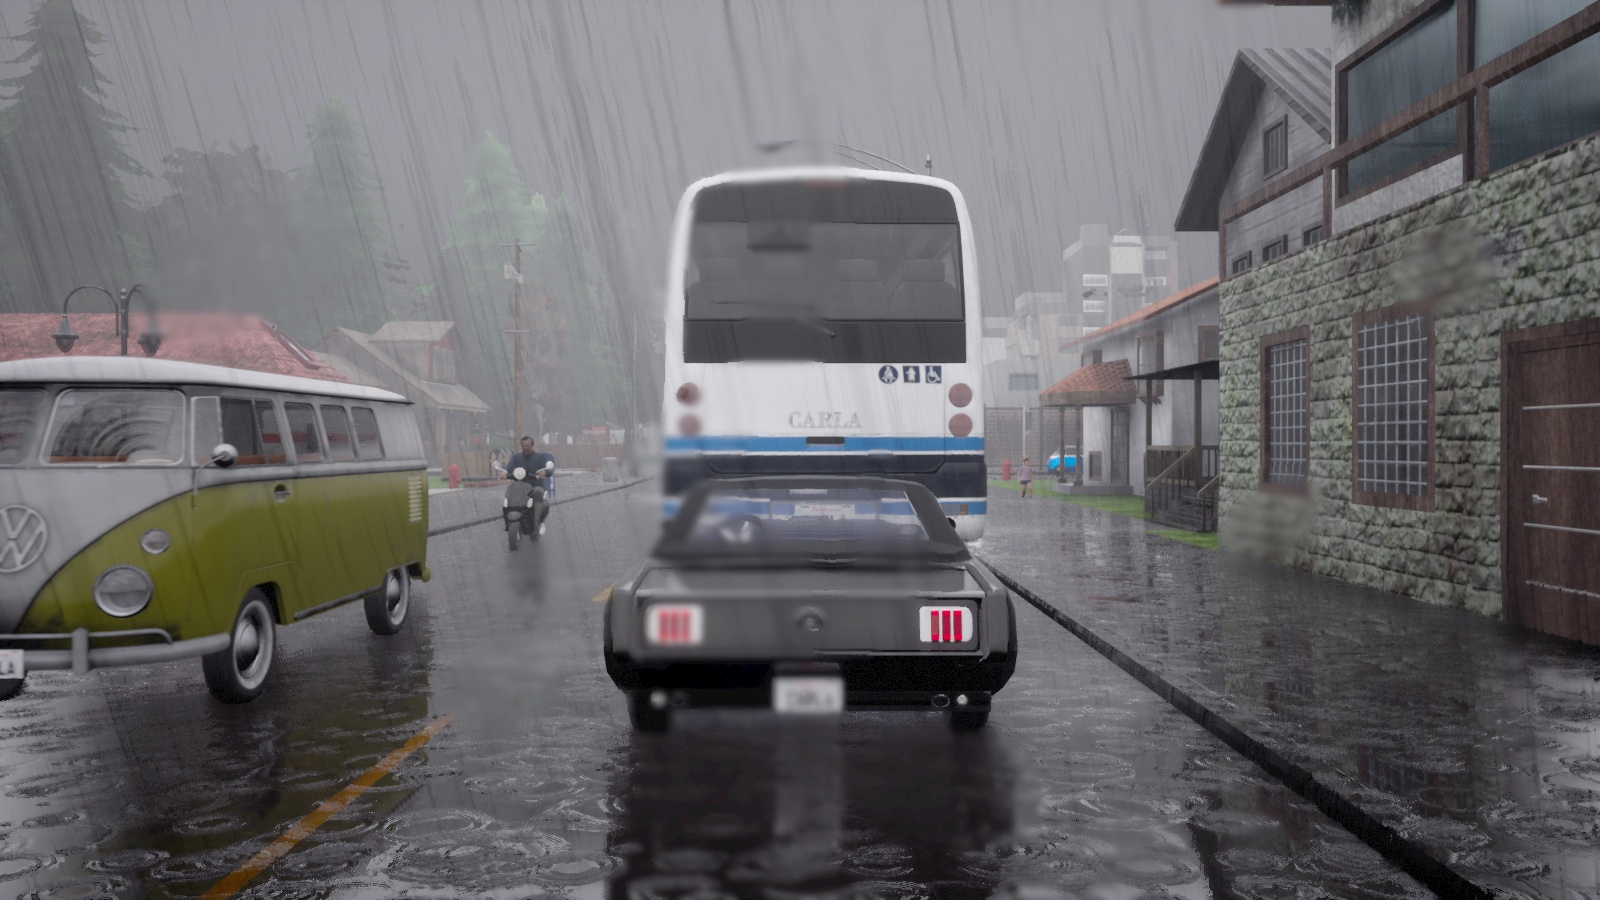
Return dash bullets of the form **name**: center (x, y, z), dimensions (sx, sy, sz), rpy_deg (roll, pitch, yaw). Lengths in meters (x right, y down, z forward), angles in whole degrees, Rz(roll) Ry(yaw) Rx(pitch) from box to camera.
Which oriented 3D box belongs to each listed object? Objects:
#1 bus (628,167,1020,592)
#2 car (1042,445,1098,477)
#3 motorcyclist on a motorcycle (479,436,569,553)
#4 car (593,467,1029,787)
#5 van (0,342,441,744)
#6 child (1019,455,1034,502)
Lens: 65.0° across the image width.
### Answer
- **bus**: center (0.139, -0.732, 17.747), dimensions (3.944, 4.253, 10.273), rpy_deg (0, 0, -1)
- **car**: center (12.072, 0.486, 56.278), dimensions (2.207, 1.376, 1.481), rpy_deg (0, 0, 0)
- **motorcyclist on a motorcycle**: center (-3.899, 0.594, 17.890), dimensions (0.866, 1.590, 1.817), rpy_deg (0, 1, 0)
- **car**: center (0.053, 0.802, 7.818), dimensions (1.895, 1.301, 4.718), rpy_deg (0, 0, 0)
- **van**: center (-3.944, 0.447, 8.444), dimensions (1.775, 1.987, 4.442), rpy_deg (0, 0, 0)
- **child**: center (5.362, 0.669, 29.739), dimensions (0.255, 1.110, 0.394), rpy_deg (0, 0, -2)
